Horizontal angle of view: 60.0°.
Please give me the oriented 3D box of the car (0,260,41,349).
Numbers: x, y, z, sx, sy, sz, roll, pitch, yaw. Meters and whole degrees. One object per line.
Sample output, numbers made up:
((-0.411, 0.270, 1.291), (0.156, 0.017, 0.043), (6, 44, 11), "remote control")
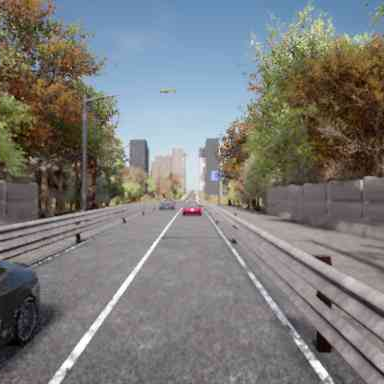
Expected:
((-3.349, 1.535, 3.670), (1.812, 1.442, 4.674), (0, 0, 0), "car")

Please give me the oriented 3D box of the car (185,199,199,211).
((0.039, 1.785, 47.039), (1.882, 1.535, 5.008), (0, -1, 1), "car")

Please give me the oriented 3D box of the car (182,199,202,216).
((0.013, 1.721, 34.836), (1.994, 1.385, 4.181), (0, -1, 0), "car")

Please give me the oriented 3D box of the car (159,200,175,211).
((-3.322, 1.845, 45.320), (1.994, 1.385, 4.181), (0, -1, 0), "car")
